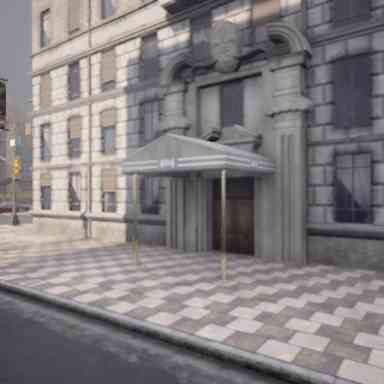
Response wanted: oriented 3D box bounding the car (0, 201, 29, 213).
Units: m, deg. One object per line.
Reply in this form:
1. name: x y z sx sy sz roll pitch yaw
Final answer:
1. car: -21.910 1.907 39.132 1.895 1.301 4.718 -1 0 35
